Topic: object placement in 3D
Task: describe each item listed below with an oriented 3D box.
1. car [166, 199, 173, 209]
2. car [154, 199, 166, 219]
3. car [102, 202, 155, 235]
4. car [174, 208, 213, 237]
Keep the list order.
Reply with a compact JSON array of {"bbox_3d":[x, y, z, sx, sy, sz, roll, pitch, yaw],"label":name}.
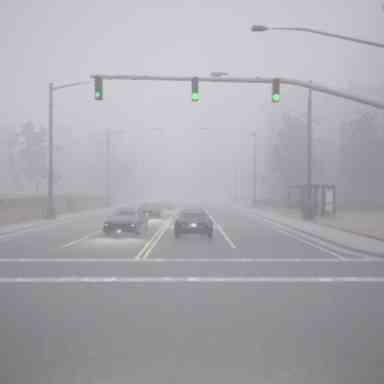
[{"bbox_3d":[-3.597,1.557,43.553,1.895,1.301,4.718,0,0,1],"label":"car"},{"bbox_3d":[-3.618,1.550,29.082,1.994,1.385,4.181,0,0,0],"label":"car"},{"bbox_3d":[-3.605,1.555,19.131,2.033,1.411,5.357,0,0,0],"label":"car"},{"bbox_3d":[0.080,1.587,18.244,1.994,1.385,4.181,0,0,0],"label":"car"}]
